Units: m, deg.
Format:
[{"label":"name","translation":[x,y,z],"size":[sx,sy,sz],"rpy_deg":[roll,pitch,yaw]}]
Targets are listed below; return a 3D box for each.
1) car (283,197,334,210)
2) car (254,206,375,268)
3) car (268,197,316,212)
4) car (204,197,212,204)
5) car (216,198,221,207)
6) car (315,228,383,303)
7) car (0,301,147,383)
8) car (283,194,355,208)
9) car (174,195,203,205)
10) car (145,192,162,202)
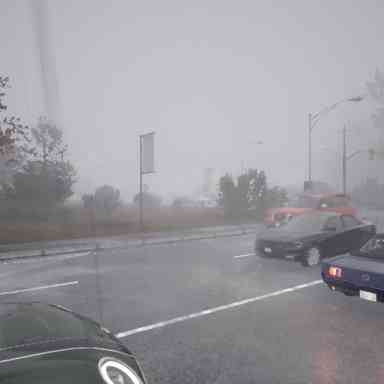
[{"label":"car","translation":[13.580,1.303,39.150],"size":[2.033,1.411,5.357],"rpy_deg":[-1,0,-39]},{"label":"car","translation":[4.294,1.437,11.334],"size":[5.008,1.535,1.882],"rpy_deg":[0,0,-35]},{"label":"car","translation":[10.947,1.291,36.839],"size":[1.837,1.490,4.892],"rpy_deg":[-1,0,-39]},{"label":"car","translation":[1.279,1.291,54.546],"size":[1.812,1.442,4.674],"rpy_deg":[-1,0,-38]},{"label":"car","translation":[5.245,1.142,43.967],"size":[2.097,1.767,4.553],"rpy_deg":[-1,0,-39]},{"label":"car","translation":[4.989,1.573,7.289],"size":[4.718,1.301,1.895],"rpy_deg":[0,0,-35]},{"label":"car","translation":[-2.483,1.352,1.952],"size":[4.553,1.767,2.097],"rpy_deg":[0,0,-36]},{"label":"car","translation":[6.250,1.141,17.021],"size":[5.566,2.045,2.150],"rpy_deg":[-1,0,-35]},{"label":"car","translation":[-0.969,1.287,51.752],"size":[2.128,1.511,4.902],"rpy_deg":[-1,0,-38]},{"label":"car","translation":[-7.564,1.021,60.079],"size":[2.150,2.045,5.566],"rpy_deg":[-1,0,-38]}]
